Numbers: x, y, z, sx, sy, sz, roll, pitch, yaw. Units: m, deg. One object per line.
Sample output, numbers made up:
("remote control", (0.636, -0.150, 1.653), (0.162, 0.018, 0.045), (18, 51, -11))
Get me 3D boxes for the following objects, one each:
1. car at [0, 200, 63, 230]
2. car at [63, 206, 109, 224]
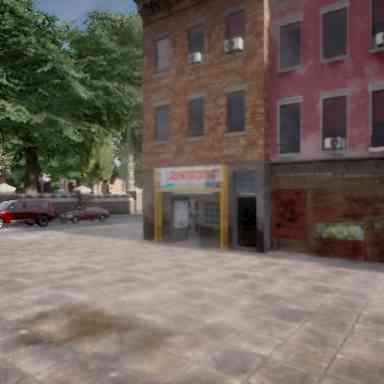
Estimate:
("car", (-11.786, 1.462, 22.370), (2.192, 1.841, 5.009), (-1, -1, 36))
("car", (-8.607, 1.791, 26.792), (1.802, 1.307, 4.206), (-1, -1, 36))
